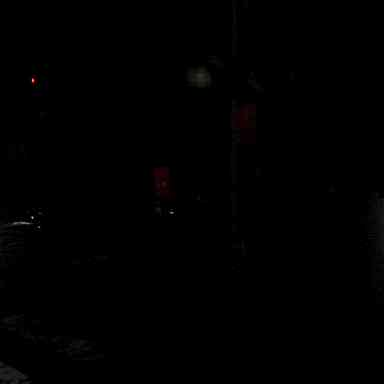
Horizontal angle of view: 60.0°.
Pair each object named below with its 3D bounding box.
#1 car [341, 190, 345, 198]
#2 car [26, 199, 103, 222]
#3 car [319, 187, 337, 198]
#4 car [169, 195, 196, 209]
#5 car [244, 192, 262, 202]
[{"bbox_3d":[28.200,0.378,60.022,1.837,1.490,4.892,0,1,34],"label":"car"},{"bbox_3d":[-8.988,1.247,24.050,2.033,1.411,5.357,0,1,35],"label":"car"},{"bbox_3d":[24.948,0.105,61.049,2.150,2.045,5.566,0,1,35],"label":"car"},{"bbox_3d":[-1.381,1.031,34.974,1.994,1.385,4.181,0,1,34],"label":"car"},{"bbox_3d":[9.878,0.689,50.980,2.033,1.411,5.357,0,1,35],"label":"car"}]
